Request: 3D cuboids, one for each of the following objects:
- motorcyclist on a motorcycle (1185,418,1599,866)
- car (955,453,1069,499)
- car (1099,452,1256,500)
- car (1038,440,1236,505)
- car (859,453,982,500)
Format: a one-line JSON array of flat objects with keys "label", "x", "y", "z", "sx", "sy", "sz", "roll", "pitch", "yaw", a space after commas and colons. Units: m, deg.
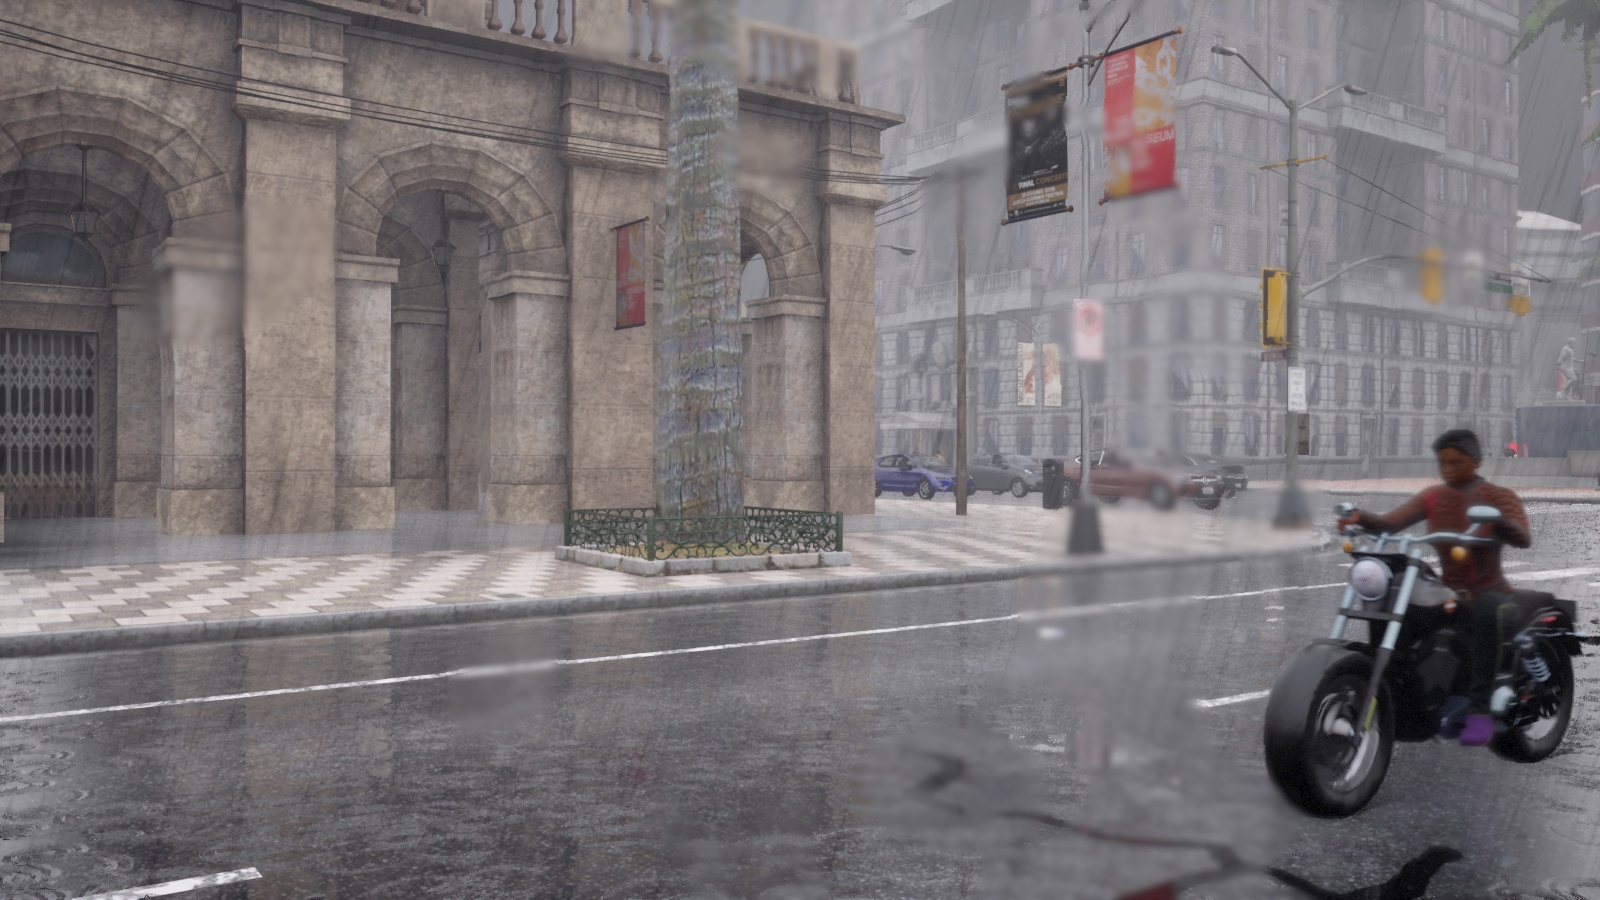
[{"label": "motorcyclist on a motorcycle", "x": 2.797, "y": 0.703, "z": 5.607, "sx": 2.350, "sy": 1.649, "sz": 0.766, "roll": 0, "pitch": 0, "yaw": -35}, {"label": "car", "x": 7.233, "y": 0.845, "z": 43.141, "sx": 1.845, "sy": 1.501, "sz": 3.633, "roll": 0, "pitch": 0, "yaw": -35}, {"label": "car", "x": 12.461, "y": 0.824, "z": 41.771, "sx": 1.837, "sy": 1.490, "sz": 4.892, "roll": 0, "pitch": 0, "yaw": -35}, {"label": "car", "x": 9.144, "y": 0.586, "z": 34.468, "sx": 2.152, "sy": 1.651, "sz": 5.027, "roll": 0, "pitch": 0, "yaw": -35}, {"label": "car", "x": 3.948, "y": 0.850, "z": 41.834, "sx": 1.816, "sy": 1.474, "sz": 4.193, "roll": 0, "pitch": 0, "yaw": -34}]
